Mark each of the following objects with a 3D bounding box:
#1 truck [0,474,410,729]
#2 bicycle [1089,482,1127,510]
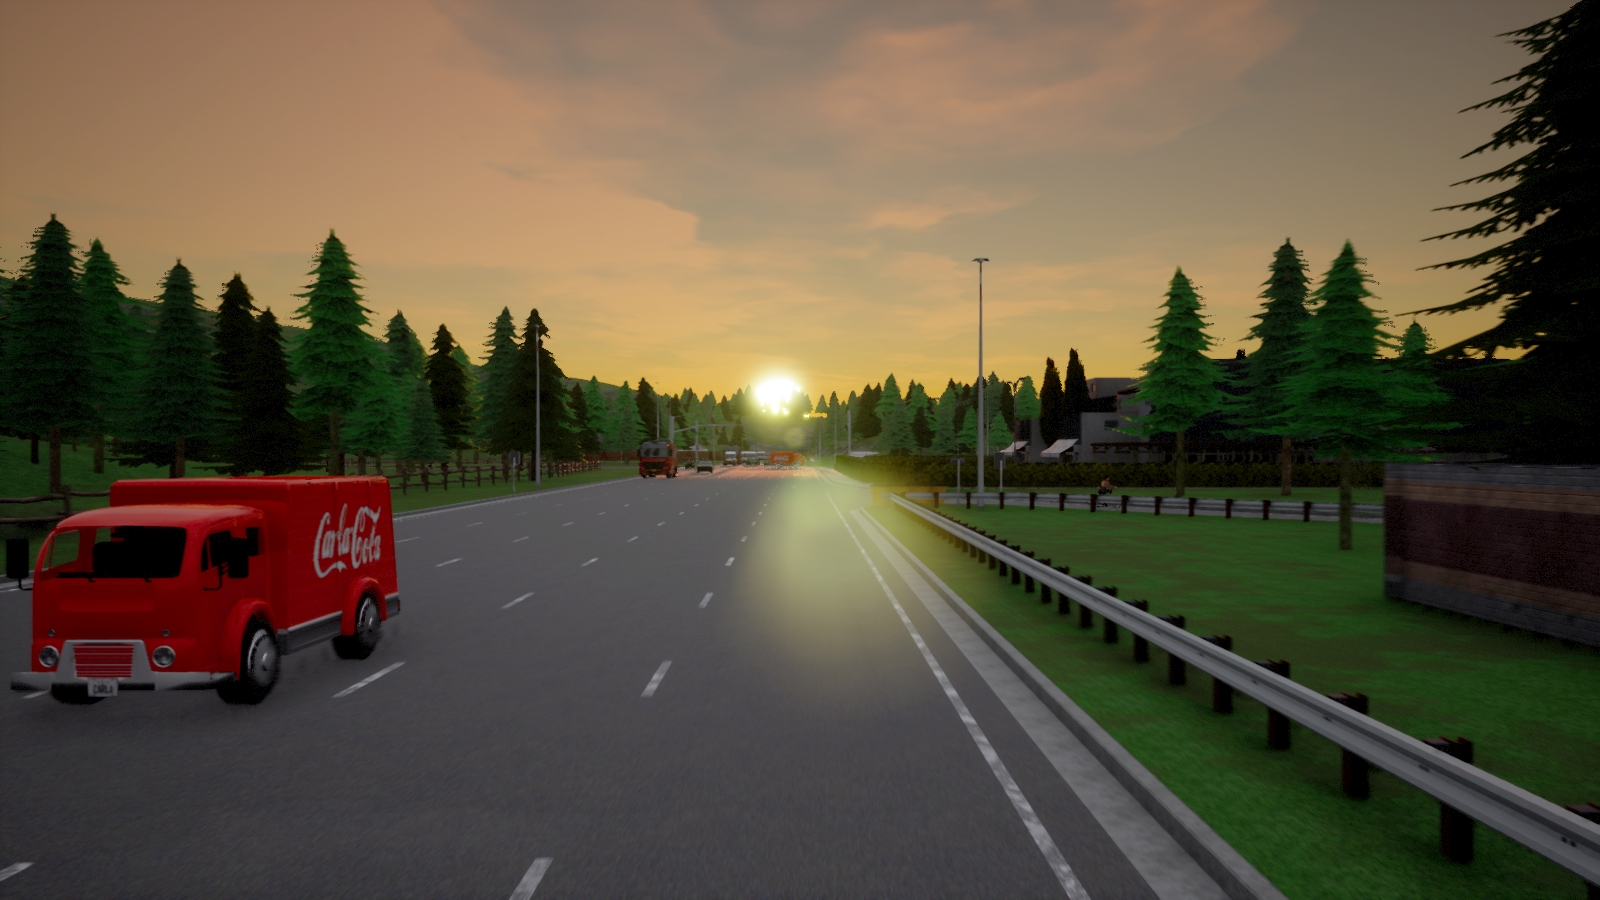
[{"bbox_3d":[-7.002,1.570,14.071,2.627,2.467,5.204,0,0,0],"label":"truck"},{"bbox_3d":[14.572,2.157,54.041,0.859,1.276,1.487,1,0,-37],"label":"bicycle"}]
